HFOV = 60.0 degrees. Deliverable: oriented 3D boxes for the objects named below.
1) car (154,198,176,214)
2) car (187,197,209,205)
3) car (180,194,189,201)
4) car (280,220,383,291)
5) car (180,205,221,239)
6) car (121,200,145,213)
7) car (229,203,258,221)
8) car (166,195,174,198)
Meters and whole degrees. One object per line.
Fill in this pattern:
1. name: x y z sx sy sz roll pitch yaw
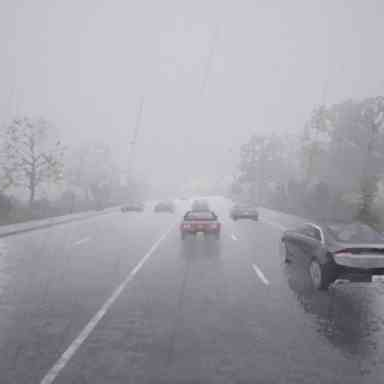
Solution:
1. car: -2.819 1.593 35.103 1.895 1.301 4.718 0 0 2
2. car: 0.886 1.545 35.420 2.033 1.411 5.357 0 0 1
3. car: -1.672 1.200 76.413 2.097 1.767 4.553 0 0 1
4. car: 3.749 1.496 8.988 2.128 1.511 4.902 0 0 1
5. car: 0.429 1.600 17.361 1.895 1.301 4.718 0 0 1
6. car: -6.298 1.551 35.828 1.994 1.385 4.181 0 0 2
7. car: 4.179 1.567 27.289 1.994 1.385 4.181 0 0 1
8. car: -5.140 1.453 77.713 1.837 1.490 4.892 0 0 1
